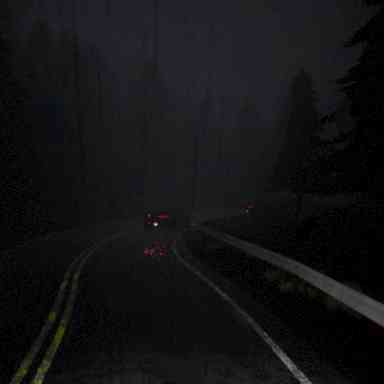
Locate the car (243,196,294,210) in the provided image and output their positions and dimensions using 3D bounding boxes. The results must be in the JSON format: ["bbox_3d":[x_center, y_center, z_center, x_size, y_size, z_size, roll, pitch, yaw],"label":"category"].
[{"bbox_3d":[6.899,1.417,30.942,4.892,1.490,1.837,-1,4,-35],"label":"car"}]

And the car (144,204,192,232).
[{"bbox_3d":[-1.353,1.486,19.932,1.837,1.490,4.892,1,0,13],"label":"car"}]

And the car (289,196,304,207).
[{"bbox_3d":[10.095,1.166,36.875,4.718,1.301,1.895,-2,5,-30],"label":"car"}]
